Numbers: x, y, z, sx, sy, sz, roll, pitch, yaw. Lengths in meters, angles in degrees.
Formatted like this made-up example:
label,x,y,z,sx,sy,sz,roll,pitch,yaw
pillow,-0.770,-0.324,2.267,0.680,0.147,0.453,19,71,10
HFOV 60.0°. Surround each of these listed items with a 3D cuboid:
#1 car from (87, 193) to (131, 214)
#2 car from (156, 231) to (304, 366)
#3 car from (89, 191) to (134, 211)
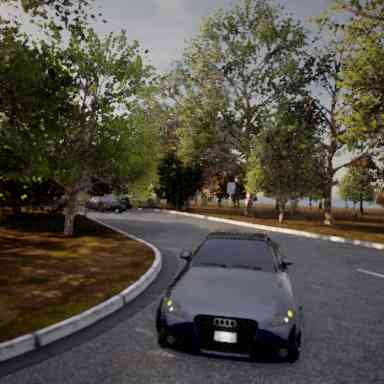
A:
label,x,y,z,sx,sy,sz,roll,pitch,yaw
car,-7.626,1.062,28.884,2.033,1.411,5.357,2,0,-37
car,0.819,1.486,6.116,1.994,1.385,4.181,1,5,12
car,-8.165,0.871,33.431,4.553,1.767,2.097,1,0,41
